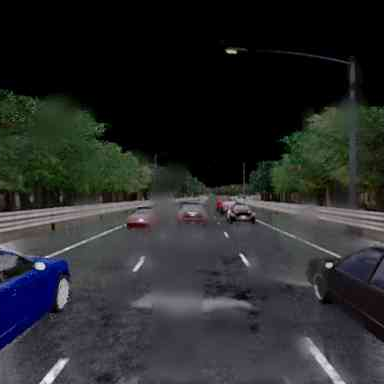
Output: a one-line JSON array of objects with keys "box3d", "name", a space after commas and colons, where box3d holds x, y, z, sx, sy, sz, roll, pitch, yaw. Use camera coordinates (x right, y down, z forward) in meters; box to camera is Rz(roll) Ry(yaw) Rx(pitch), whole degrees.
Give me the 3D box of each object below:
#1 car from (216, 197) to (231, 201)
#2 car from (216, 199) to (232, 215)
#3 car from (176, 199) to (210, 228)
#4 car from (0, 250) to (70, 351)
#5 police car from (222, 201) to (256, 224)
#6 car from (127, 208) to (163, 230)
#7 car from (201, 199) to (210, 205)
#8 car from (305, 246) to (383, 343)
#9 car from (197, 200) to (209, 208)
[{"box3d": [4.711, 1.704, 48.885, 2.150, 2.045, 5.566, 0, -1, 3], "name": "car"}, {"box3d": [4.231, 1.852, 37.988, 2.163, 1.488, 4.792, 0, -1, 2], "name": "car"}, {"box3d": [-0.048, 1.548, 23.920, 2.097, 1.767, 4.553, 0, -1, -3], "name": "car"}, {"box3d": [-3.376, 1.512, 4.700, 1.882, 1.535, 5.008, 0, 0, 0], "name": "car"}, {"box3d": [3.872, 1.734, 27.059, 2.038, 1.542, 4.974, 0, -1, 2], "name": "police car"}, {"box3d": [-3.123, 1.748, 22.704, 1.994, 1.385, 4.181, 0, -1, 1], "name": "car"}, {"box3d": [3.294, 2.417, 80.833, 2.128, 1.511, 4.902, 0, -1, 5], "name": "car"}, {"box3d": [3.513, 1.587, 5.253, 2.033, 1.411, 5.357, 0, 0, 0], "name": "car"}, {"box3d": [2.230, 2.257, 65.342, 2.033, 1.411, 5.357, 0, -1, 4], "name": "car"}]
